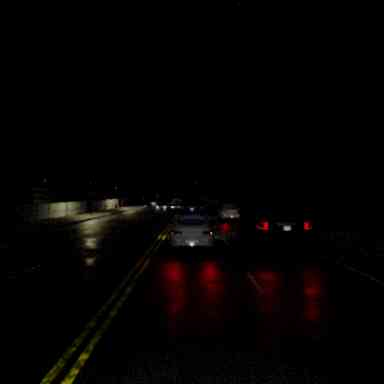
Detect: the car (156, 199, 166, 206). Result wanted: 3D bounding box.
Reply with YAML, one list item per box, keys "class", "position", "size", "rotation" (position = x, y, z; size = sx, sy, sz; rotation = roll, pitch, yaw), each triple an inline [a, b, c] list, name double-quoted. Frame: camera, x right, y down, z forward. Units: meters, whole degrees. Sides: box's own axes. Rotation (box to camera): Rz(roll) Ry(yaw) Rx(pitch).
- class: "car"
  position: [-6.510, 2.187, 70.979]
  size: [1.837, 1.490, 4.892]
  rotation: [0, -1, 0]

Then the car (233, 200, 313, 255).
- class: "car"
  position: [3.248, 1.350, 14.017]
  size: [2.150, 2.045, 5.566]
  rotation: [0, 0, 0]

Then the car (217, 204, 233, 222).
- class: "car"
  position: [3.250, 1.809, 29.388]
  size: [1.812, 1.442, 4.674]
  rotation: [0, 0, 0]

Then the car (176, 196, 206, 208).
- class: "car"
  position: [-0.004, 1.496, 29.025]
  size: [2.150, 2.045, 5.566]
  rotation: [0, 0, 0]

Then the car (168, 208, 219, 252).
- class: "car"
  position: [0.002, 1.662, 14.392]
  size: [1.812, 1.442, 4.674]
  rotation: [0, 0, 0]

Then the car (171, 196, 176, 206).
- class: "car"
  position: [-3.260, 1.912, 70.952]
  size: [2.150, 2.045, 5.566]
  rotation: [0, -1, 0]
